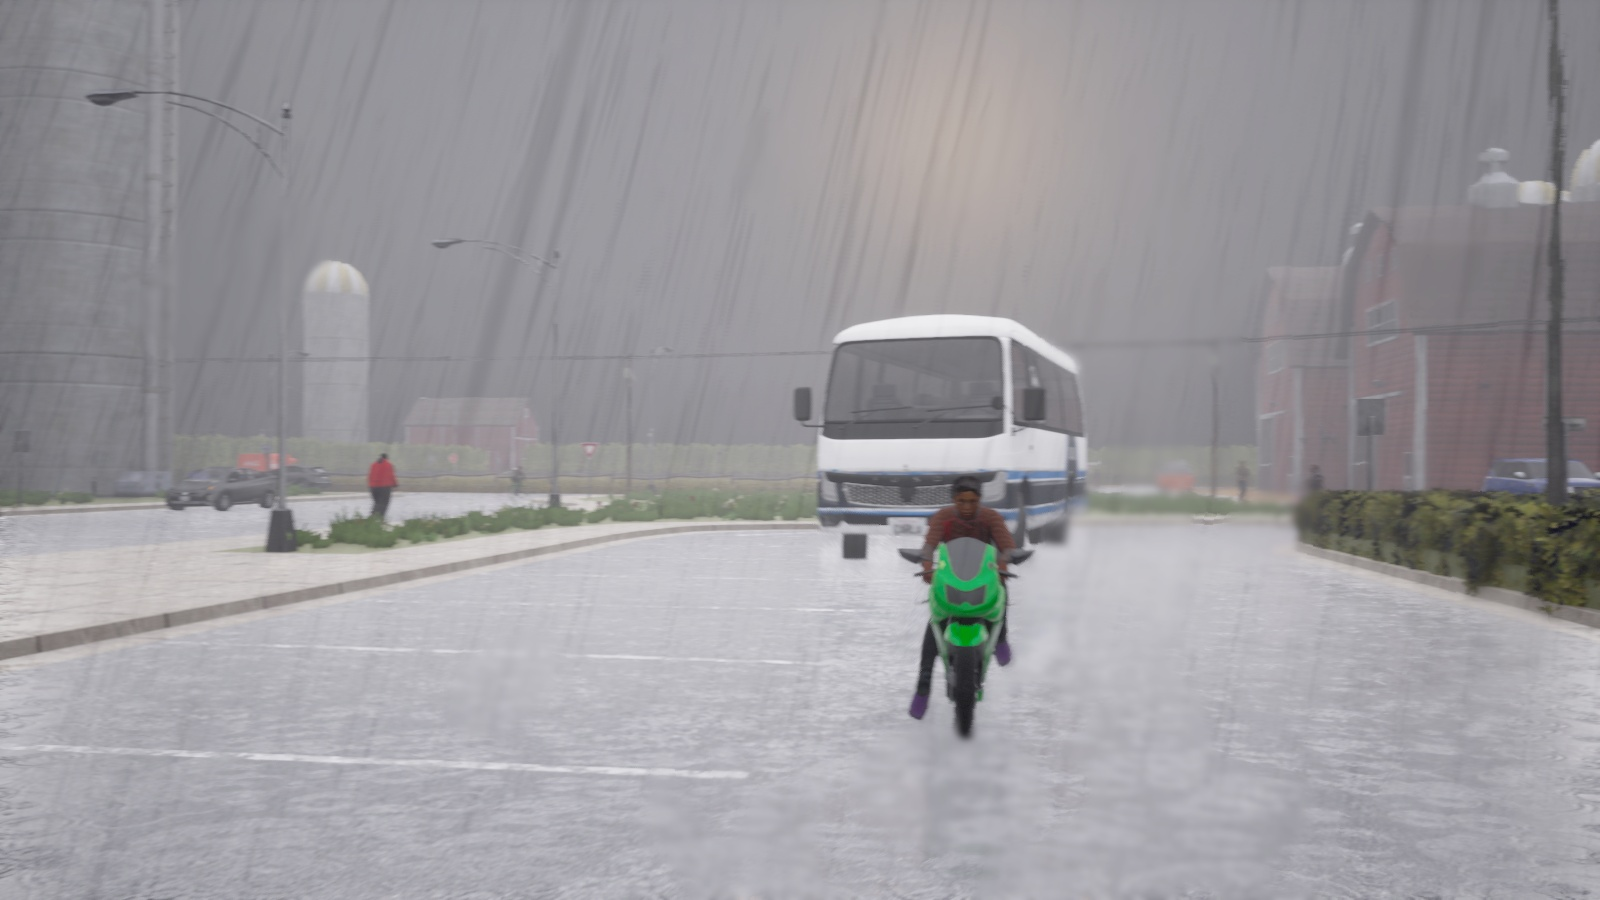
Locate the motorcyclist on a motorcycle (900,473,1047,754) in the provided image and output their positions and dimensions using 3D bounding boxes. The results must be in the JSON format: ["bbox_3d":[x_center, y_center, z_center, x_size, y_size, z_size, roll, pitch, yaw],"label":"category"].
[{"bbox_3d":[1.098,0.911,7.927,0.797,1.523,2.044,0,-1,8],"label":"motorcyclist on a motorcycle"}]

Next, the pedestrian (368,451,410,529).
[{"bbox_3d":[-9.882,0.948,30.231,0.634,1.844,0.899,0,-1,7],"label":"pedestrian"}]

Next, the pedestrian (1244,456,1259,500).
[{"bbox_3d":[18.764,1.169,52.164,0.328,1.805,0.869,0,-1,2],"label":"pedestrian"}]

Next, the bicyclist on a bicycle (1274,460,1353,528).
[{"bbox_3d":[13.685,1.156,33.463,1.843,1.776,0.659,0,-1,-6],"label":"bicyclist on a bicycle"}]

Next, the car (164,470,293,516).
[{"bbox_3d":[-20.033,1.476,44.253,2.007,1.525,4.514,0,-1,8],"label":"car"}]

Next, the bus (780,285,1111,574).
[{"bbox_3d":[3.317,-0.211,23.940,3.944,4.253,10.273,-1,-1,20],"label":"bus"}]

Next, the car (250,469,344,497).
[{"bbox_3d":[-29.992,1.947,74.907,4.856,1.649,2.033,0,-1,9],"label":"car"}]

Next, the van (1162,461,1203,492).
[{"bbox_3d":[25.485,1.769,83.734,1.775,1.987,4.442,0,-1,6],"label":"van"}]

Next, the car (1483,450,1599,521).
[{"bbox_3d":[23.146,1.058,38.449,2.150,2.045,5.566,0,-1,9],"label":"car"}]
